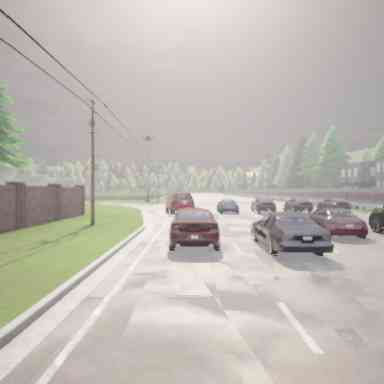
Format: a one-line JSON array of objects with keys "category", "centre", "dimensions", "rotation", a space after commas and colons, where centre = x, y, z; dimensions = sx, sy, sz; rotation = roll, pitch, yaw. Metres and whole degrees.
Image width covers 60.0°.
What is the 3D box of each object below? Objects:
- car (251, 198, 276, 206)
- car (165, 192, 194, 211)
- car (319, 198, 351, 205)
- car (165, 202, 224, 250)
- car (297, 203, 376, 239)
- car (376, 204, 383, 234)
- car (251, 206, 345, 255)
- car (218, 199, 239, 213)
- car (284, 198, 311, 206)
[{"category": "car", "centre": [7.098, 1.342, 33.296], "dimensions": [1.837, 1.490, 4.892], "rotation": [0, 0, 0]}, {"category": "car", "centre": [-1.250, 1.063, 32.178], "dimensions": [2.150, 2.045, 5.566], "rotation": [0, 0, -12]}, {"category": "car", "centre": [14.097, 1.344, 33.276], "dimensions": [1.837, 1.490, 4.892], "rotation": [0, 0, 0]}, {"category": "car", "centre": [0.096, 1.409, 14.043], "dimensions": [1.882, 1.535, 5.008], "rotation": [0, 0, 0]}, {"category": "car", "centre": [7.097, 1.482, 16.950], "dimensions": [1.994, 1.385, 4.181], "rotation": [0, 0, 0]}, {"category": "car", "centre": [10.598, 1.145, 15.545], "dimensions": [2.150, 2.045, 5.566], "rotation": [0, 0, 0]}, {"category": "car", "centre": [3.598, 1.485, 12.873], "dimensions": [2.033, 1.411, 5.357], "rotation": [0, 0, 0]}, {"category": "car", "centre": [3.597, 1.398, 33.925], "dimensions": [1.994, 1.385, 4.181], "rotation": [0, 0, 0]}, {"category": "car", "centre": [10.597, 1.343, 33.278], "dimensions": [1.837, 1.490, 4.892], "rotation": [0, 0, 0]}]
